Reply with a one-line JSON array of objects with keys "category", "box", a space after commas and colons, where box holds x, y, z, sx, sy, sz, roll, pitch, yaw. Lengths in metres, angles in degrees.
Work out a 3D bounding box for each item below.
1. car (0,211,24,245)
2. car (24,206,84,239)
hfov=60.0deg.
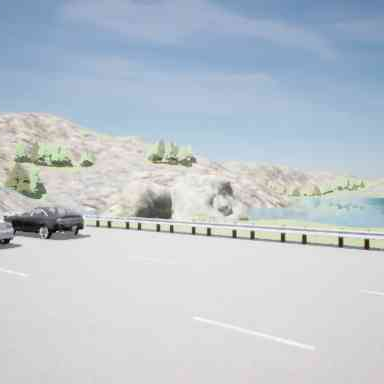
[{"category": "car", "box": [-9.500, 1.533, 14.121, 4.674, 1.442, 1.812, 0, 0, 31]}, {"category": "car", "box": [-7.713, 1.496, 17.130, 4.902, 1.511, 2.128, 0, 0, 31]}]
